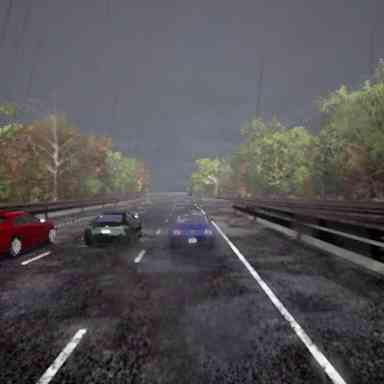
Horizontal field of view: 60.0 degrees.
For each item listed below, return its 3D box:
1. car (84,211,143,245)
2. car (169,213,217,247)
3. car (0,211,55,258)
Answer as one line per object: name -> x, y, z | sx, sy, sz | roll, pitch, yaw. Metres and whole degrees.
car -> -3.500, 1.569, 15.474 | 1.994, 1.385, 4.181 | 0, 0, -1
car -> 0.006, 1.604, 15.138 | 1.895, 1.301, 4.718 | 0, 0, -1
car -> -6.973, 1.482, 12.803 | 1.882, 1.535, 5.008 | 0, 0, 0
